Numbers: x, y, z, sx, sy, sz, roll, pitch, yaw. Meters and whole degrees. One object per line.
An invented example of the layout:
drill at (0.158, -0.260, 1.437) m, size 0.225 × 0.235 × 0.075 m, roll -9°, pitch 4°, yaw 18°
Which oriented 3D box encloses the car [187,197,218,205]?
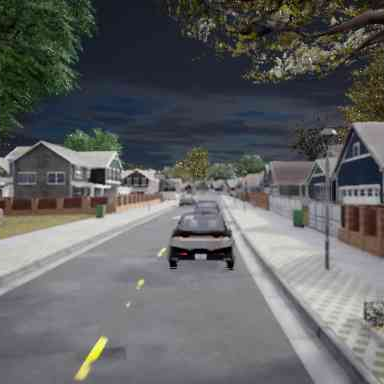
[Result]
car at (1.084, 1.313, 23.447) m, size 2.033 × 1.411 × 5.357 m, roll 0°, pitch 1°, yaw 5°

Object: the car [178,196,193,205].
car at (-0.536, 1.168, 41.053) m, size 2.033 × 1.411 × 5.357 m, roll 0°, pitch 0°, yaw 4°

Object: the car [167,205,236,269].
car at (0.352, 1.379, 10.696) m, size 2.128 × 1.511 × 4.902 m, roll 0°, pitch 1°, yaw 3°
